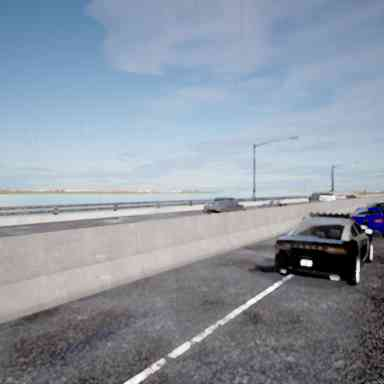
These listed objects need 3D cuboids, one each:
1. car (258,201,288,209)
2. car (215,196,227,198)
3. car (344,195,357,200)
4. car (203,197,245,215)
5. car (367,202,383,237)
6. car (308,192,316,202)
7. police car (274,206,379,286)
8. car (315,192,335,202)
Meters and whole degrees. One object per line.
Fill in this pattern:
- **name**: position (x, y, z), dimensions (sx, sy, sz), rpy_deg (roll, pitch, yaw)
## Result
- **car**: position (7.960, 1.536, 32.490), dimensions (1.994, 1.385, 4.181), rpy_deg (0, 0, 34)
- **car**: position (3.284, 1.324, 38.051), dimensions (2.097, 1.767, 4.553), rpy_deg (0, 0, 34)
- **car**: position (31.614, 1.378, 66.344), dimensions (1.882, 1.535, 5.008), rpy_deg (0, 0, 35)
- **car**: position (3.201, 1.525, 31.738), dimensions (2.033, 1.411, 5.357), rpy_deg (0, 0, 34)
- **car**: position (9.595, 1.509, 17.944), dimensions (1.812, 1.442, 4.674), rpy_deg (0, 0, 34)
- **car**: position (26.851, 1.115, 71.733), dimensions (2.150, 2.045, 5.566), rpy_deg (0, 0, 35)
- **police car**: position (4.064, 1.418, 9.763), dimensions (1.930, 1.638, 5.238), rpy_deg (0, 0, 34)
- **car**: position (26.503, 1.140, 65.169), dimensions (2.150, 2.045, 5.566), rpy_deg (0, 0, 35)
